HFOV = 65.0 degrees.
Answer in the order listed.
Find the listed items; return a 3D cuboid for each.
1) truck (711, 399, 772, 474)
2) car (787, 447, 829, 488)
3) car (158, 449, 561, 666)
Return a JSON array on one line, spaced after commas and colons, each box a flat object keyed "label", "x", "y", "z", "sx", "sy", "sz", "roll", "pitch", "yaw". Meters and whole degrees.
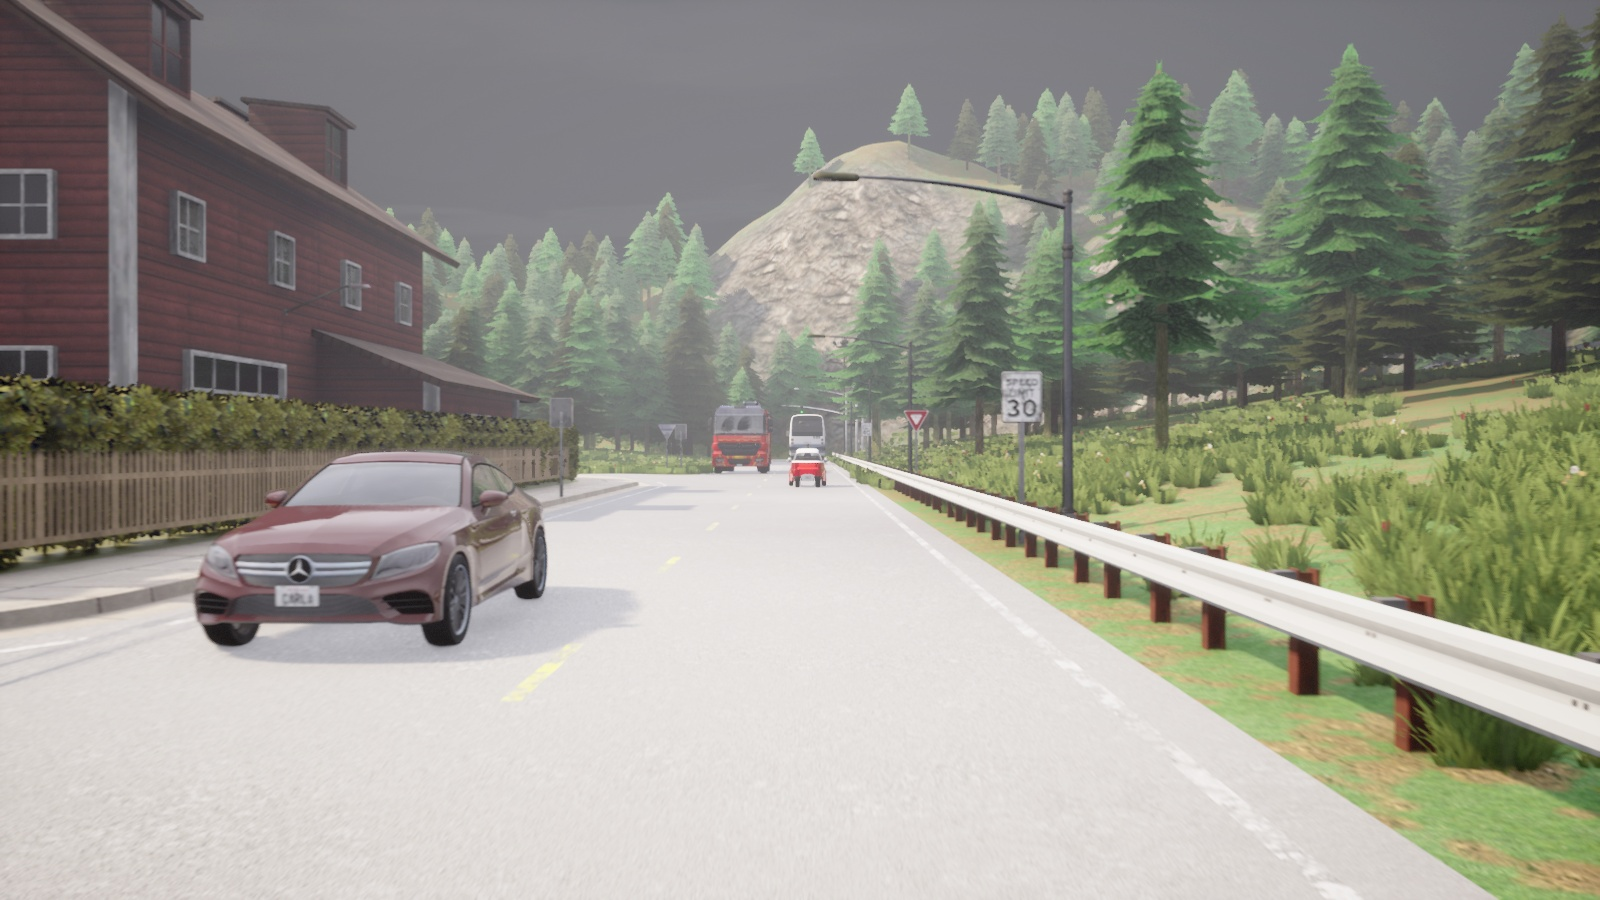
[{"label": "truck", "x": -3.092, "y": -0.705, "z": 68.394, "sx": 2.891, "sy": 3.827, "sz": 8.468, "roll": 0, "pitch": 0, "yaw": 0}, {"label": "car", "x": 0.275, "y": 0.614, "z": 45.222, "sx": 1.481, "sy": 1.376, "sz": 2.207, "roll": 0, "pitch": 1, "yaw": 0}, {"label": "car", "x": -3.423, "y": 0.725, "z": 10.823, "sx": 1.812, "sy": 1.442, "sz": 4.674, "roll": 0, "pitch": 0, "yaw": 0}]
